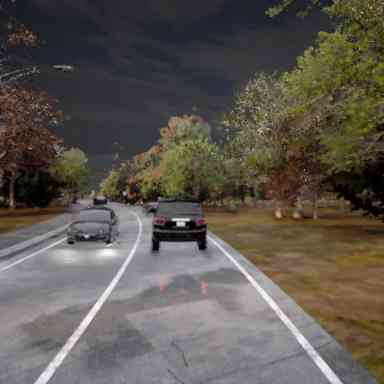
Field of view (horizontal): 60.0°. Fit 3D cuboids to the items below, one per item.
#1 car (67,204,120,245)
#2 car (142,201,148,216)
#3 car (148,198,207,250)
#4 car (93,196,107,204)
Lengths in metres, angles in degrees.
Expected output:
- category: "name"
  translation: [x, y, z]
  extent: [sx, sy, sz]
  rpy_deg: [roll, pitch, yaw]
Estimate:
- category: "car"
  translation: [-4.512, 1.523, 15.768]
  extent: [1.837, 1.490, 4.892]
  rpy_deg: [1, 0, -7]
- category: "car"
  translation: [-3.998, 1.633, 34.103]
  extent: [2.033, 1.411, 5.357]
  rpy_deg: [1, 0, -14]
- category: "car"
  translation: [-0.676, 1.267, 14.841]
  extent: [2.150, 2.045, 5.566]
  rpy_deg: [1, 0, -6]
- category: "car"
  translation: [-15.522, 1.410, 56.218]
  extent: [1.882, 1.535, 5.008]
  rpy_deg: [2, 0, -23]
